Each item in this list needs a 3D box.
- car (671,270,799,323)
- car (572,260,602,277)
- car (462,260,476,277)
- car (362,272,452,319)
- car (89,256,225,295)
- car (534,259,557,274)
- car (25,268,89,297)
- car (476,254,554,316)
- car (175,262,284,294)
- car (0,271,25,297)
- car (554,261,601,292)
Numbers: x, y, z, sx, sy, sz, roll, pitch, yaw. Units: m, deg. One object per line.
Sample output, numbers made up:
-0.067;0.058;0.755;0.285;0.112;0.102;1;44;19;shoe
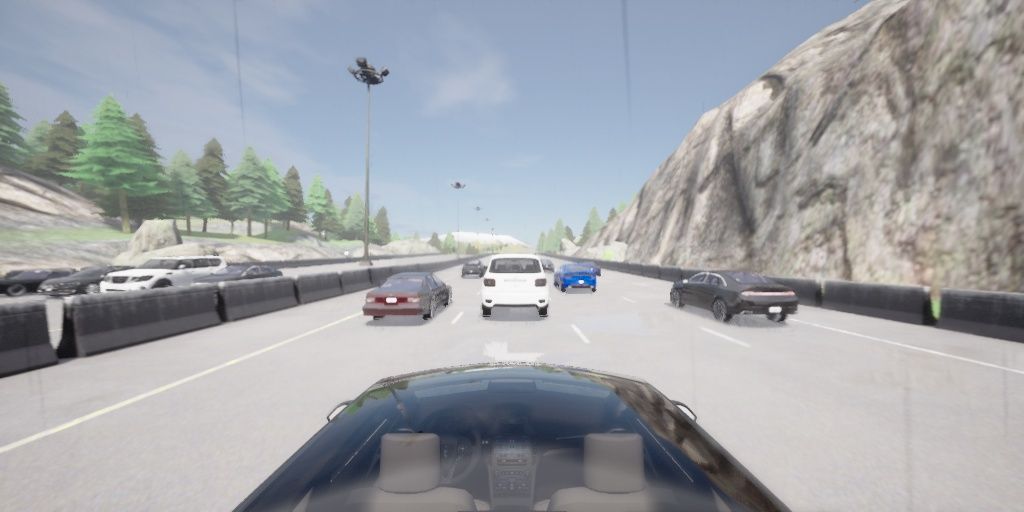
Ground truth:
7.099;1.229;12.089;2.128;1.511;4.902;0;0;0;car
7.097;1.146;34.263;1.994;1.385;4.181;0;1;0;car
-3.402;1.091;32.639;2.128;1.511;4.902;0;1;0;car
-3.401;1.283;12.618;2.033;1.411;5.357;0;0;0;car
-17.501;1.010;18.645;2.150;2.045;5.566;0;0;0;car
3.597;1.066;39.517;2.033;1.411;5.357;0;1;0;car
-21.001;1.264;18.674;1.837;1.490;4.892;0;0;0;car
0.099;0.955;13.367;2.150;2.045;5.566;0;0;0;car
-14.002;1.209;18.608;2.128;1.511;4.902;0;0;0;car
-24.501;1.353;18.643;1.895;1.301;4.718;0;0;0;car
3.599;1.173;21.081;1.882;1.535;5.008;0;0;0;car
